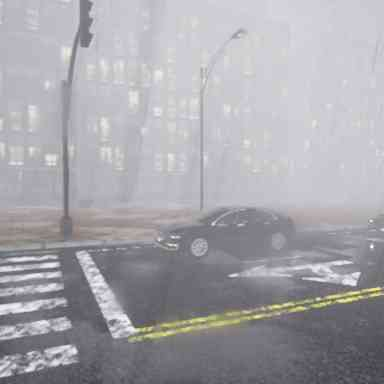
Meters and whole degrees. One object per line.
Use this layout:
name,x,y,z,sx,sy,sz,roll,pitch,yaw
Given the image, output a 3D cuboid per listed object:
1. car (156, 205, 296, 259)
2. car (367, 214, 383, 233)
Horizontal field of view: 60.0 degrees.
car,1.217,1.217,11.216,4.892,1.490,1.837,0,2,-24
car,10.688,1.233,15.411,5.357,1.411,2.033,0,2,-24
